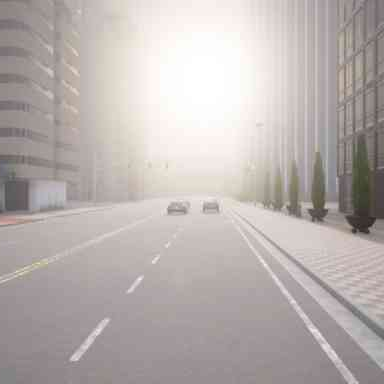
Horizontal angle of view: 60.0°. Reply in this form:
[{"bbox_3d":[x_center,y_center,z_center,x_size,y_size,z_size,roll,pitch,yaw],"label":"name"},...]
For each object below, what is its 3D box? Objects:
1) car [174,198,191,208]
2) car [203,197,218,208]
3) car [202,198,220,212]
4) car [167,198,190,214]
[{"bbox_3d":[-1.461,1.605,49.334,1.895,1.301,4.718,0,0,-8],"label":"car"},{"bbox_3d":[2.776,1.551,49.147,2.033,1.411,5.357,0,0,4],"label":"car"},{"bbox_3d":[2.246,1.495,39.235,2.128,1.511,4.902,0,0,4],"label":"car"},{"bbox_3d":[-1.460,1.567,35.523,1.994,1.385,4.181,0,0,4],"label":"car"}]
